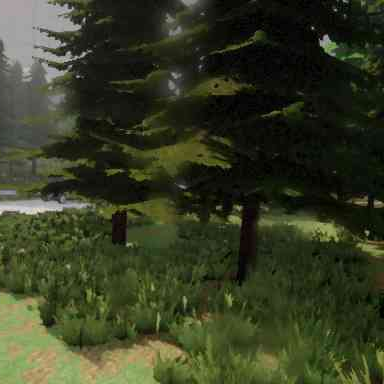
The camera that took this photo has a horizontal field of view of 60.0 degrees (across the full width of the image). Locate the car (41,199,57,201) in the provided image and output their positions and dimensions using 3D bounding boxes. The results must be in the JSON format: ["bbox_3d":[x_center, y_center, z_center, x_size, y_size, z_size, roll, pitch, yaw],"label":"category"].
[{"bbox_3d":[-9.896,0.050,26.703,1.837,1.490,4.892,5,3,24],"label":"car"}]
